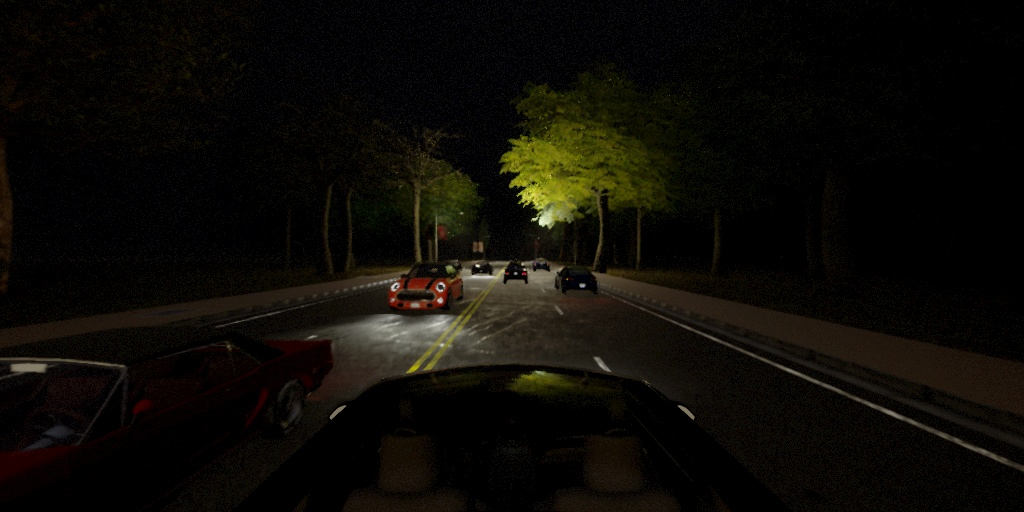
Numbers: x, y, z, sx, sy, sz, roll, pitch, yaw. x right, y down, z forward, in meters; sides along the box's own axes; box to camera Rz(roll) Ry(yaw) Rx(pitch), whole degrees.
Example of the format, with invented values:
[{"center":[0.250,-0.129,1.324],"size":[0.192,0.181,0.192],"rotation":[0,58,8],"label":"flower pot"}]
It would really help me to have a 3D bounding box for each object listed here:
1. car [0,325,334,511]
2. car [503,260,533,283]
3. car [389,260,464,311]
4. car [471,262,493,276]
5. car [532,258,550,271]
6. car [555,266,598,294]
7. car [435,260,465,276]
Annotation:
[{"center":[-3.355,1.327,2.622],"size":[1.895,1.301,4.718],"rotation":[0,0,1],"label":"car"},{"center":[0.299,1.271,27.603],"size":[2.033,1.411,5.357],"rotation":[0,0,1],"label":"car"},{"center":[-3.219,1.067,14.277],"size":[2.097,1.767,4.553],"rotation":[0,0,1],"label":"car"},{"center":[-2.961,1.255,36.520],"size":[1.994,1.385,4.181],"rotation":[0,0,1],"label":"car"},{"center":[3.737,1.074,47.204],"size":[2.097,1.767,4.553],"rotation":[0,0,0],"label":"car"},{"center":[3.523,1.280,20.082],"size":[1.812,1.442,4.674],"rotation":[0,0,1],"label":"car"},{"center":[-6.208,1.161,36.565],"size":[2.128,1.511,4.902],"rotation":[0,0,1],"label":"car"}]
